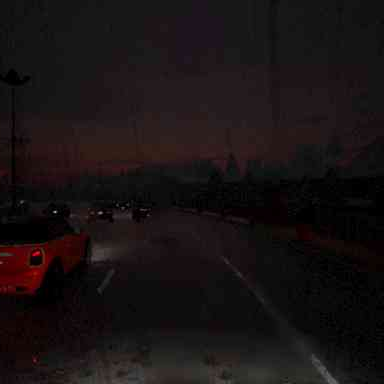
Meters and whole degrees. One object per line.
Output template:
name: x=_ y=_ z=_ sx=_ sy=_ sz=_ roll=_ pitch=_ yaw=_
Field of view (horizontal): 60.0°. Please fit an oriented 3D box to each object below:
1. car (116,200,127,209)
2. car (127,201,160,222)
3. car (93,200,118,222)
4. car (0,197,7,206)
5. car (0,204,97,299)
car: x=-9.193 y=1.629 z=41.925 sx=1.895 sy=1.301 sz=4.718 roll=0 pitch=0 yaw=-24
car: x=-3.758 y=1.500 z=26.595 sx=2.128 sy=1.511 sz=4.902 roll=0 pitch=0 yaw=-15
car: x=-7.345 y=1.574 z=26.687 sx=2.033 sy=1.411 sz=5.357 roll=0 pitch=0 yaw=-16
car: x=-34.933 y=1.698 z=60.507 sx=1.837 sy=1.490 sz=4.892 roll=0 pitch=0 yaw=-29
car: x=-4.034 y=1.363 z=8.545 sx=2.097 sy=1.767 sz=4.553 roll=0 pitch=0 yaw=-5
